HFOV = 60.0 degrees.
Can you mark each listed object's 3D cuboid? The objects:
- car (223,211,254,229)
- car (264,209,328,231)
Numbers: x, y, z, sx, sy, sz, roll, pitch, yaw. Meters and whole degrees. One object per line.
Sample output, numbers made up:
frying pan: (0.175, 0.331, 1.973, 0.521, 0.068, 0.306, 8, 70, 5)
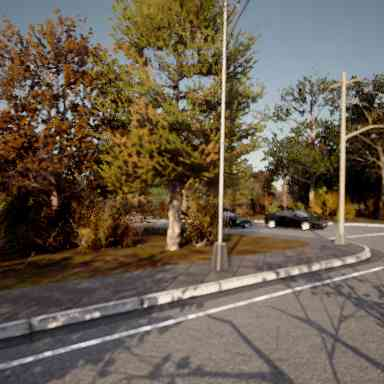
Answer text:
car: (2.441, 2.228, 27.020, 2.033, 1.411, 5.357, 2, -4, -38)
car: (7.908, 2.092, 25.637, 1.882, 1.535, 5.008, 2, -2, -37)
